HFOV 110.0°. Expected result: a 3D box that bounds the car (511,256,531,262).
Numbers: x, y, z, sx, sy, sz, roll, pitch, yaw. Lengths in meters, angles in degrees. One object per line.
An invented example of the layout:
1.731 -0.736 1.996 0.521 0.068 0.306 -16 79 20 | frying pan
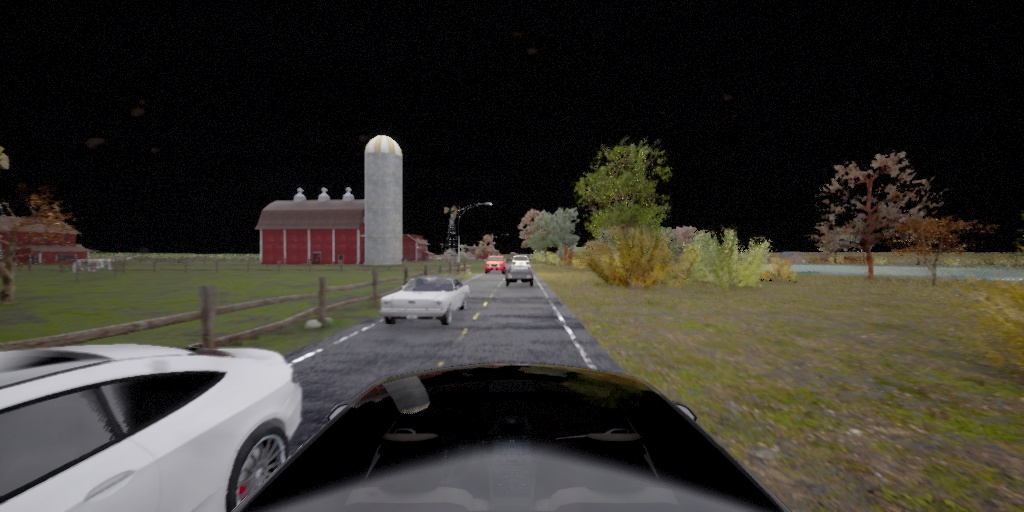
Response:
1.084 0.978 43.620 2.150 2.045 5.566 0 0 2 | car

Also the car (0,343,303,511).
-2.778 1.265 1.433 1.812 1.442 4.674 0 0 0 | car

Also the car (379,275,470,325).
-2.640 1.330 11.851 1.895 1.301 4.718 0 0 2 | car

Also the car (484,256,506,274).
-1.826 0.962 40.687 2.150 2.045 5.566 0 0 1 | car

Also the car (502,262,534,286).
0.542 1.335 24.984 1.895 1.301 4.718 0 0 2 | car
